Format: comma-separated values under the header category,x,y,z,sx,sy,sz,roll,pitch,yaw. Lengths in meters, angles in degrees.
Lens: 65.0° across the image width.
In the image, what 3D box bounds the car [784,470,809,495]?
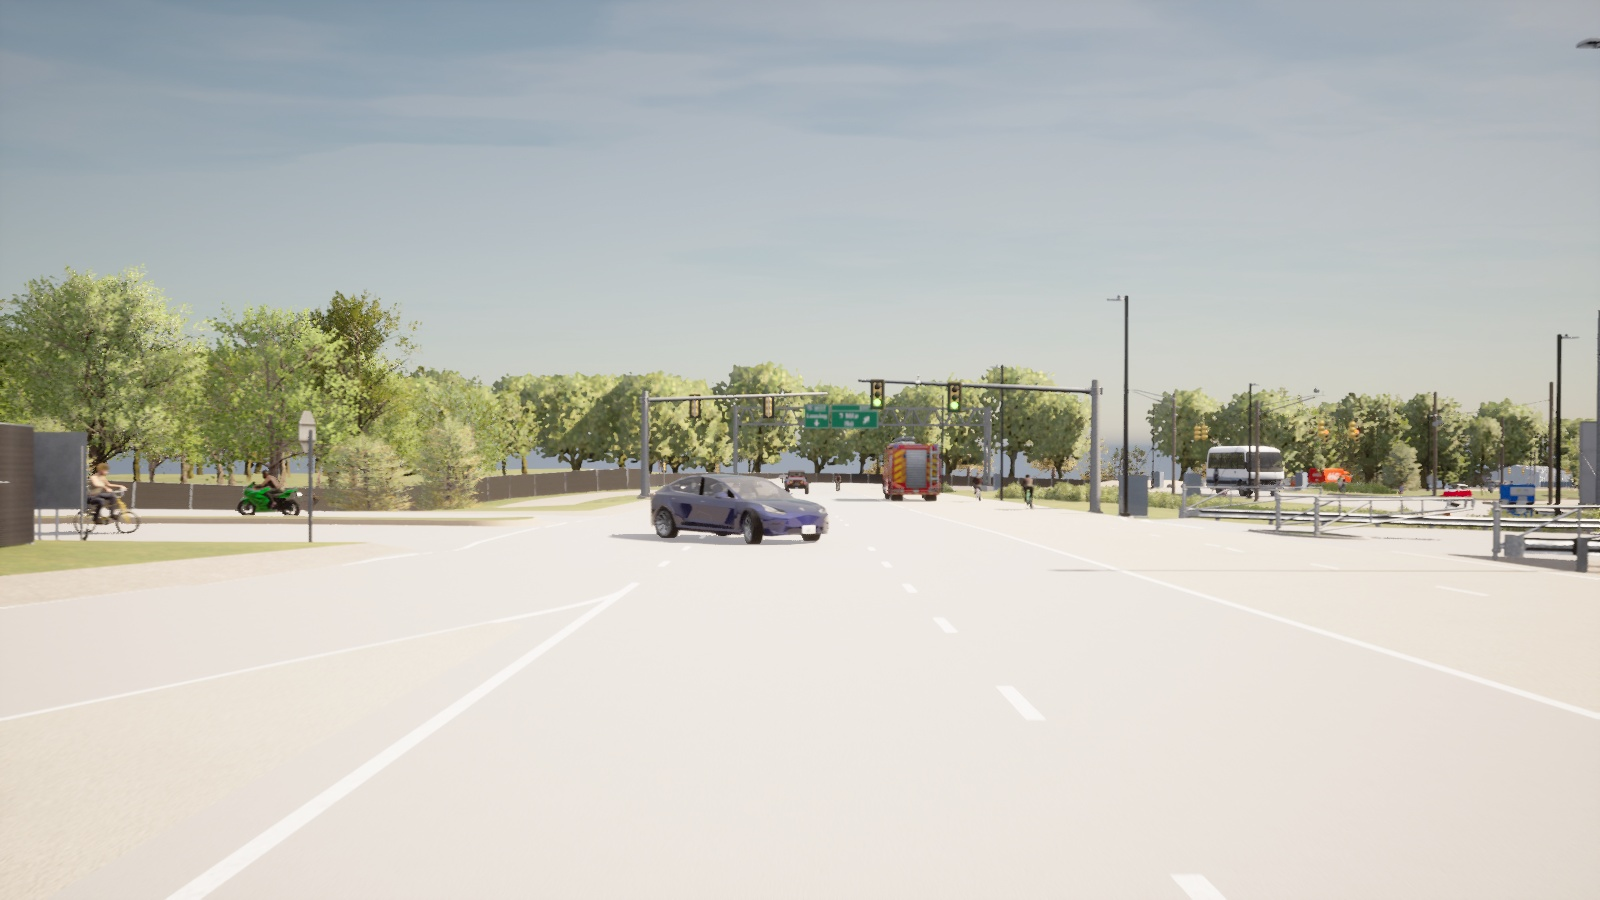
category,x,y,z,sx,sy,sz,roll,pitch,yaw
car,-0.239,2.521,98.285,1.905,1.878,3.866,0,-1,0

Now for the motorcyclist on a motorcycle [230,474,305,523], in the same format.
category,x,y,z,sx,sy,sz,roll,pitch,yaw
motorcyclist on a motorcycle,-16.877,1.535,39.822,2.044,1.523,0.797,0,-1,0

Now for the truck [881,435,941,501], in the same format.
category,x,y,z,sx,sy,sz,roll,pitch,yaw
truck,6.806,1.144,78.115,2.891,3.827,8.468,0,-1,0

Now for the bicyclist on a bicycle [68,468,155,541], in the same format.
category,x,y,z,sx,sy,sz,roll,pitch,yaw
bicyclist on a bicycle,-15.649,1.235,28.580,1.509,1.612,0.866,0,0,0

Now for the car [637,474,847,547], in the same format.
category,x,y,z,sx,sy,sz,roll,pitch,yaw
car,-1.403,1.297,28.253,2.163,1.488,4.792,1,-1,-42
